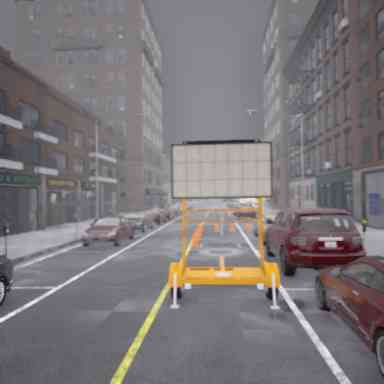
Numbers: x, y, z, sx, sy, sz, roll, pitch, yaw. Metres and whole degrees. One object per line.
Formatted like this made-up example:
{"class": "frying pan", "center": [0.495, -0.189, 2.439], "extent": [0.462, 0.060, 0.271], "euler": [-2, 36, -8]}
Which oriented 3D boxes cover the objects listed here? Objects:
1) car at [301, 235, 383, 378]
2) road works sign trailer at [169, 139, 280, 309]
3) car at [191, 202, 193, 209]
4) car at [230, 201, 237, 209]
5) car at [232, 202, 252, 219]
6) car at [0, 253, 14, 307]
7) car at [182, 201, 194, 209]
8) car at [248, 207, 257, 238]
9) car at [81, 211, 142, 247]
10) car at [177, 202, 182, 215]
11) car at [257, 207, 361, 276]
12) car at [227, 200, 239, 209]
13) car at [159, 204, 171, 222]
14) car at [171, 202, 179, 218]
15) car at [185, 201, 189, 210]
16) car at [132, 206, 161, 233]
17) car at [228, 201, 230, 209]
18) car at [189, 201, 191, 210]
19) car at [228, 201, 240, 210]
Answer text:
{"class": "car", "center": [3.156, 1.595, 4.982], "extent": [1.802, 1.307, 4.206], "euler": [-1, -1, 4]}
{"class": "road works sign trailer", "center": [0.724, 0.554, 8.070], "extent": [2.380, 3.560, 2.880], "euler": [-1, -1, 4]}
{"class": "car", "center": [-1.137, 2.157, 55.102], "extent": [1.967, 1.590, 4.097], "euler": [-1, -1, 4]}
{"class": "car", "center": [5.630, 1.967, 37.997], "extent": [1.802, 1.307, 4.206], "euler": [-1, -1, 4]}
{"class": "car", "center": [5.218, 1.904, 32.494], "extent": [1.802, 1.307, 4.206], "euler": [-1, -1, 4]}
{"class": "car", "center": [-4.846, 1.699, 5.573], "extent": [2.008, 1.369, 4.403], "euler": [-1, -1, 4]}
{"class": "car", "center": [-0.722, 2.365, 60.603], "extent": [1.802, 1.307, 4.206], "euler": [-1, -1, 4]}
{"class": "car", "center": [3.988, 1.664, 16.156], "extent": [1.752, 1.417, 4.829], "euler": [-1, -1, 4]}
{"class": "car", "center": [-4.021, 1.853, 16.579], "extent": [1.802, 1.307, 4.206], "euler": [-1, -1, 4]}
{"class": "car", "center": [-2.372, 2.071, 38.591], "extent": [2.008, 1.369, 4.403], "euler": [-1, -1, 4]}
{"class": "car", "center": [3.565, 1.390, 10.488], "extent": [2.192, 1.841, 5.009], "euler": [-1, -1, 4]}
{"class": "car", "center": [7.280, 2.214, 60.007], "extent": [1.947, 1.339, 4.313], "euler": [-1, -1, 4]}
{"class": "car", "center": [-3.197, 1.939, 27.586], "extent": [1.887, 1.381, 4.507], "euler": [-1, -1, 4]}
{"class": "car", "center": [-2.784, 2.023, 33.089], "extent": [1.947, 1.339, 4.313], "euler": [-1, -1, 4]}
{"class": "car", "center": [-1.962, 2.025, 44.096], "extent": [1.967, 1.590, 4.097], "euler": [-1, -1, 4]}
{"class": "car", "center": [-3.609, 1.884, 22.083], "extent": [2.008, 1.369, 4.403], "euler": [-1, -1, 4]}
{"class": "car", "center": [6.054, 1.978, 43.670], "extent": [1.752, 1.417, 4.829], "euler": [-1, -1, 4]}
{"class": "car", "center": [-1.561, 2.174, 49.428], "extent": [1.752, 1.417, 4.829], "euler": [-1, -1, 4]}
{"class": "car", "center": [6.867, 2.164, 54.504], "extent": [1.802, 1.307, 4.206], "euler": [-1, -1, 4]}
